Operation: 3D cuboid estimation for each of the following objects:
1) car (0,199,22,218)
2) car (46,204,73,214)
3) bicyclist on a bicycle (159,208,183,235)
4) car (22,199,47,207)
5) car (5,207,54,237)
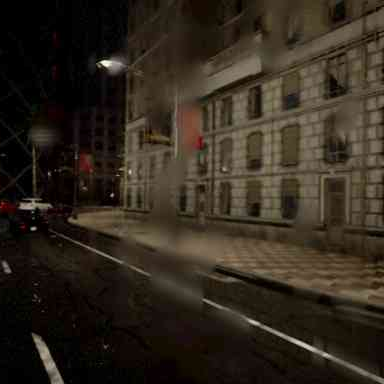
[{"bbox_3d":[-21.208,1.740,36.877,2.150,2.045,5.566,1,-1,-11],"label":"car"},{"bbox_3d":[-18.499,2.393,47.425,1.994,1.385,4.181,1,-1,1],"label":"car"},{"bbox_3d":[-1.238,1.783,20.155,1.656,1.620,0.582,2,-1,-33],"label":"bicyclist on a bicycle"},{"bbox_3d":[-22.316,1.980,47.522,2.150,2.045,5.566,1,-1,5],"label":"car"},{"bbox_3d":[-9.897,1.844,20.079,1.812,1.442,4.674,2,-2,-33],"label":"car"}]
